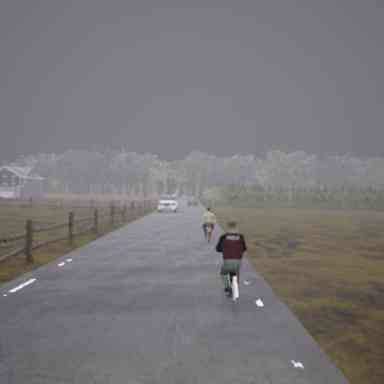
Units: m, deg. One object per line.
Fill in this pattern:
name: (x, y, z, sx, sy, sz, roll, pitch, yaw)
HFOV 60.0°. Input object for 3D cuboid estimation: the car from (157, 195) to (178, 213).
car: (-2.844, 1.366, 39.949, 2.150, 2.045, 5.566, 0, 0, 0)

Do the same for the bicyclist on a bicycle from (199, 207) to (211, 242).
bicyclist on a bicycle: (0.766, 1.496, 15.259, 0.866, 1.612, 1.509, 0, 0, 0)

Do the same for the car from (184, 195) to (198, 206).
car: (0.104, 1.682, 59.501, 2.128, 1.511, 4.902, 0, 0, 0)

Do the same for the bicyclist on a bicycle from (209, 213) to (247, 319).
bicyclist on a bicycle: (0.761, 1.396, 6.552, 0.659, 1.776, 1.843, 0, 0, 0)

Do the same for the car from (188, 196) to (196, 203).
car: (0.005, 1.722, 73.792, 1.837, 1.490, 4.892, 0, 0, 0)
